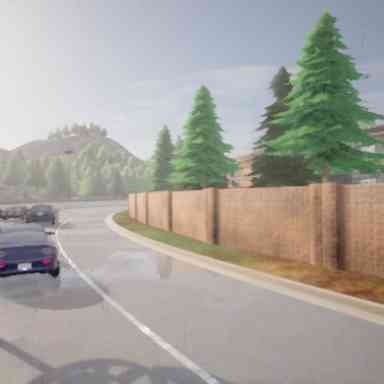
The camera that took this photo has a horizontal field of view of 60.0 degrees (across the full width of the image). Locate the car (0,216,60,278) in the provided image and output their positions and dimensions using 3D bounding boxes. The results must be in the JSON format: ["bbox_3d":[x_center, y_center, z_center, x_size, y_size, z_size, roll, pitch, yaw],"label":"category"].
[{"bbox_3d":[-5.210,1.690,10.147,1.812,1.442,4.674,0,-1,-29],"label":"car"}]

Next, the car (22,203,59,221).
[{"bbox_3d":[-12.381,1.787,27.813,2.097,1.767,4.553,0,-1,-17],"label":"car"}]

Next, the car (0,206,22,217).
[{"bbox_3d":[-17.427,2.088,33.535,2.033,1.411,5.357,0,-1,-12],"label":"car"}]
